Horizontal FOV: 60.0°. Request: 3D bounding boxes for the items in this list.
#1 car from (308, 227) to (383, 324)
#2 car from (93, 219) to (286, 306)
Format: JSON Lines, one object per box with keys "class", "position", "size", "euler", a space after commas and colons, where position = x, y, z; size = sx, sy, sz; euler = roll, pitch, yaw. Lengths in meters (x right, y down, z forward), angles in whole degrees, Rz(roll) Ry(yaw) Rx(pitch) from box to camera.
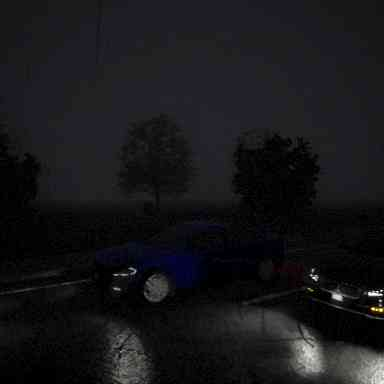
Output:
{"class": "car", "position": [4.464, 1.507, 6.877], "size": [4.892, 1.490, 1.837], "euler": [0, 0, -33]}
{"class": "car", "position": [0.129, 1.473, 8.199], "size": [5.008, 1.535, 1.882], "euler": [0, 0, -34]}
